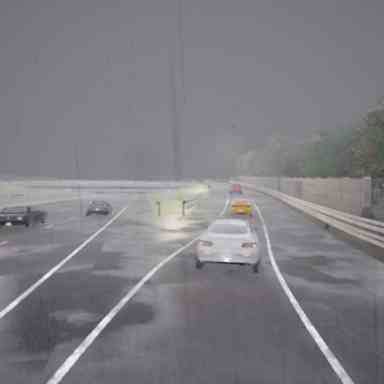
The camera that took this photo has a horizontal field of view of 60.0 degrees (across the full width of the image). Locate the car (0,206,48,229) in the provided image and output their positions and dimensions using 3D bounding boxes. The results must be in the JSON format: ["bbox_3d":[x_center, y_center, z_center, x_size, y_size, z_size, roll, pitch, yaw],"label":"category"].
[{"bbox_3d":[-10.729,1.533,21.134,1.895,1.301,4.718,0,0,-8],"label":"car"}]

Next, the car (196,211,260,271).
[{"bbox_3d":[1.264,1.579,11.104,1.812,1.442,4.674,1,-1,8],"label":"car"}]

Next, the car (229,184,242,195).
[{"bbox_3d":[8.355,-0.570,63.447,2.150,2.045,5.566,0,3,4],"label":"car"}]

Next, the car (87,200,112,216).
[{"bbox_3d":[-8.797,1.483,31.844,1.994,1.385,4.181,0,0,-8],"label":"car"}]

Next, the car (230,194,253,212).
[{"bbox_3d":[4.491,1.298,30.316,1.882,1.535,5.008,0,2,9],"label":"car"}]

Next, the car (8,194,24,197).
[{"bbox_3d":[-30.118,1.114,57.002,1.837,1.490,4.892,0,1,-8],"label":"car"}]
